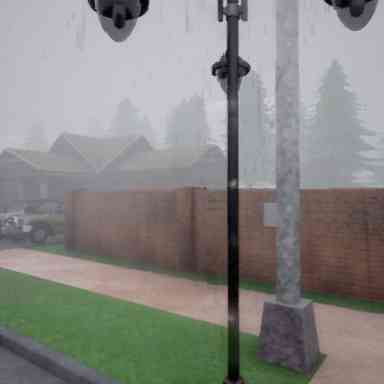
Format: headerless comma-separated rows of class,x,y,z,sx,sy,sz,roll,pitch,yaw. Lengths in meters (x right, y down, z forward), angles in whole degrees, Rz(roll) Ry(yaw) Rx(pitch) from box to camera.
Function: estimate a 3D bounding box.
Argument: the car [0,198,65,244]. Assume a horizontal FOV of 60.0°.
car,-6.160,1.243,15.525,1.932,1.855,4.605,0,0,36
